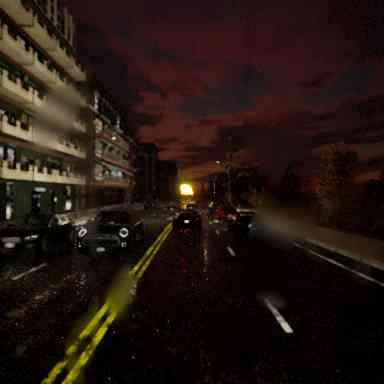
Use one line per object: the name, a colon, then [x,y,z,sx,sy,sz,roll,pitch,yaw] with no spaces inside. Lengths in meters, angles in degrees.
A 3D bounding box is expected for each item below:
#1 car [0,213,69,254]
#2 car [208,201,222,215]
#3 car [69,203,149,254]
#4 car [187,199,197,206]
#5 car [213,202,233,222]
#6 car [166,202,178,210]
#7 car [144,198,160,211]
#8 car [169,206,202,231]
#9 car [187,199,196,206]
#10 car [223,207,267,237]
car: [-6.609,1.697,14.525,2.128,1.511,4.902,0,-1,0]
car: [3.224,1.950,42.209,2.097,1.767,4.553,0,-1,0]
car: [-3.360,1.556,14.475,2.097,1.767,4.553,0,-1,0]
car: [-0.041,2.566,67.729,1.895,1.301,4.718,0,-1,0]
car: [3.231,1.967,31.237,1.812,1.442,4.674,0,-1,0]
car: [-3.339,2.364,57.401,2.033,1.411,5.357,0,-1,1]
car: [-6.601,2.008,55.444,2.150,2.045,5.566,0,0,1]
car: [-0.283,1.891,23.170,1.994,1.385,4.181,0,-1,1]
car: [-0.048,2.497,79.733,2.097,1.767,4.553,0,-1,0]
car: [3.237,1.849,20.237,1.994,1.385,4.181,0,-1,0]
